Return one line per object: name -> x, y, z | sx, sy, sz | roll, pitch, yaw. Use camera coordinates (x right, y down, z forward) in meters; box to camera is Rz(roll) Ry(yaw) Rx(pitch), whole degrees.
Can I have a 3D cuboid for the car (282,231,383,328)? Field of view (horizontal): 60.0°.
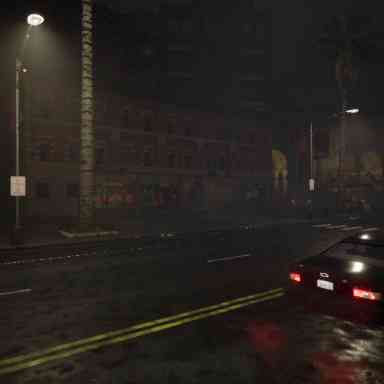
car -> 4.192, 1.547, 6.852 | 5.357, 1.411, 2.033 | 0, 0, -36
